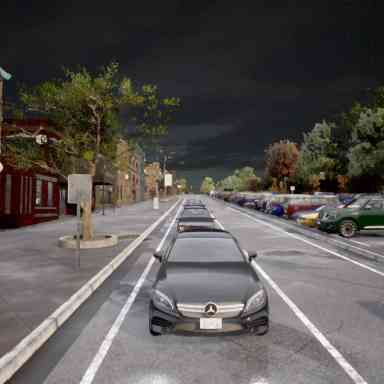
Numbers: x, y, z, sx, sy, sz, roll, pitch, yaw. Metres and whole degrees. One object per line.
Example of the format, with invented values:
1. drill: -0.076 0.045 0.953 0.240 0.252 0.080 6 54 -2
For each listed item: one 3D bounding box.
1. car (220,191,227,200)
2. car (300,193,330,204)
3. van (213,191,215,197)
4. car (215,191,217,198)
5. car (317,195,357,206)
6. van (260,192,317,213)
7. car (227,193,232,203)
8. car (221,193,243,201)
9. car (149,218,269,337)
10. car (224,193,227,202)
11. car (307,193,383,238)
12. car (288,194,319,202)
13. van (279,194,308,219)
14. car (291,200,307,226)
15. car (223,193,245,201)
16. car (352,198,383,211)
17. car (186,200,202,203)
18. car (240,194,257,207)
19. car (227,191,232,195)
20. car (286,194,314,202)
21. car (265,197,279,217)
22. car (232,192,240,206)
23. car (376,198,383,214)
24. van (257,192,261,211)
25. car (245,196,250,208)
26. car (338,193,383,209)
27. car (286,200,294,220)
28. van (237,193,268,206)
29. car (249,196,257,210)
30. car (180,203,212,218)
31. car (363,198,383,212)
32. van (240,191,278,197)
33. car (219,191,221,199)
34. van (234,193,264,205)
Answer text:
1. car: 8.895 0.963 64.712 5.566 2.045 2.435 0 1 0
2. car: 22.072 1.136 59.659 4.553 1.767 2.185 0 1 0
3. van: 8.620 0.764 89.940 4.442 1.987 1.878 0 1 0
4. car: 8.794 1.065 81.533 5.008 1.535 2.097 0 1 0
5. car: 22.288 1.332 51.333 5.366 1.575 1.946 0 1 0
6. van: 9.055 1.230 31.070 4.442 1.987 1.878 0 0 0
7. car: 8.979 1.290 56.306 4.892 1.521 2.231 0 1 0
8. car: 8.830 1.014 73.123 4.553 1.767 2.185 0 1 0
9. car: 0.251 1.524 6.843 1.812 1.442 4.674 0 0 0
10. car: 8.941 1.279 61.912 4.674 1.452 2.002 0 1 0
11. car: 9.247 1.221 17.051 5.566 2.045 2.435 0 0 0
12. car: 21.814 1.209 65.208 5.366 1.575 1.946 0 0 0
13. van: 9.330 1.237 25.462 4.442 1.987 1.878 0 0 0
14. car: 9.069 1.466 19.854 5.366 1.575 1.946 0 0 0
15. car: 8.851 1.039 70.319 4.553 1.767 2.185 0 1 0
16. car: 22.213 1.452 40.229 4.792 1.488 2.163 0 0 0
17. car: 0.211 1.442 29.870 2.128 1.511 4.902 0 0 0
18. car: 9.095 1.409 42.287 4.892 1.521 2.231 0 0 0
19. car: 8.996 1.139 59.107 4.553 1.767 2.185 0 1 0
20. car: 21.985 1.188 67.986 4.892 1.521 2.231 0 1 0
21. car: 9.187 1.460 28.264 5.008 1.535 2.097 0 0 0
22. car: 9.019 1.113 47.893 5.566 2.045 2.435 0 1 0
23. car: 22.410 1.444 34.675 5.366 1.575 1.946 0 0 0
24. van: 9.268 1.222 33.873 4.442 1.987 1.878 0 0 0
25. car: 9.107 1.466 39.484 4.674 1.452 2.002 0 0 0
26. car: 22.135 1.153 43.002 5.566 2.045 2.435 0 0 0
27. car: 9.236 1.506 22.658 4.674 1.452 2.002 0 0 0
28. van: 9.143 1.113 50.698 4.442 1.987 1.878 0 1 0
29. car: 9.159 1.470 36.676 4.792 1.488 2.163 0 0 0
30. car: 0.188 1.532 17.422 2.033 1.411 5.357 0 0 0
31. car: 22.175 1.469 37.446 4.792 1.488 2.163 0 0 0
32. van: 9.185 1.163 45.094 4.442 1.987 1.878 0 0 0
33. car: 8.874 0.938 67.515 5.566 2.045 2.435 0 1 0
34. van: 9.123 1.089 53.501 4.442 1.987 1.878 0 1 0
